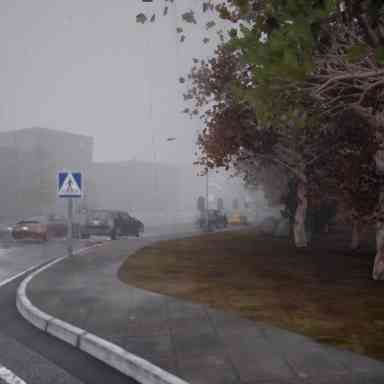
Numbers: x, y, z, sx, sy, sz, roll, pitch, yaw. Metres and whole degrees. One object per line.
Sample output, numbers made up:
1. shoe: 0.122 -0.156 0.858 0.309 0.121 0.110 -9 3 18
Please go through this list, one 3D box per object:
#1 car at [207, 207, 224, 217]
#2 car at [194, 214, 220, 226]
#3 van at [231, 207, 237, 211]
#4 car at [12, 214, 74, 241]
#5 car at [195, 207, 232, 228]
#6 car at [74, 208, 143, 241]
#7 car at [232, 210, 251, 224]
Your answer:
1. car: 5.595 4.650 77.558 2.435 2.045 5.566 0 -2 22
2. car: 2.174 3.846 46.503 2.033 1.411 5.357 0 -3 22
3. van: 9.698 5.066 87.761 1.878 1.987 4.442 0 -2 22
4. car: -8.014 1.954 18.847 1.994 1.385 4.181 0 -4 12
5. car: 2.567 3.125 38.936 2.150 2.045 5.566 0 -4 21
6. car: -4.568 1.866 19.752 2.097 1.767 4.553 0 -4 15
7. car: 7.026 3.987 50.185 1.882 1.535 5.008 0 -2 22
